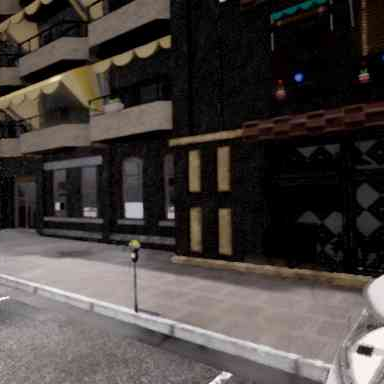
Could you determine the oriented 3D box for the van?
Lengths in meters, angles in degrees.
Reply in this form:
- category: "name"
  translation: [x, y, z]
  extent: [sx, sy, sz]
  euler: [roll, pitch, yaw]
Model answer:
- category: "van"
  translation: [2.495, 1.325, 1.111]
  extent: [3.998, 1.788, 1.690]
  euler: [-1, -1, 36]
